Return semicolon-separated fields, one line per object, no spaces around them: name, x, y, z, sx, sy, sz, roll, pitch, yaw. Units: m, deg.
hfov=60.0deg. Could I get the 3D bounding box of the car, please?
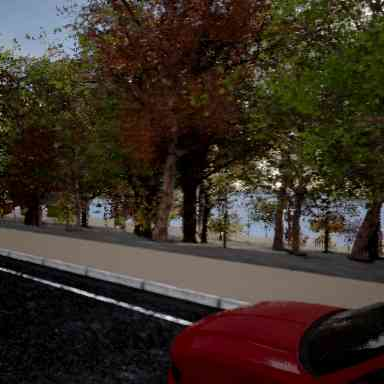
car;2.056;1.482;2.218;5.008;1.535;1.882;1;0;35
